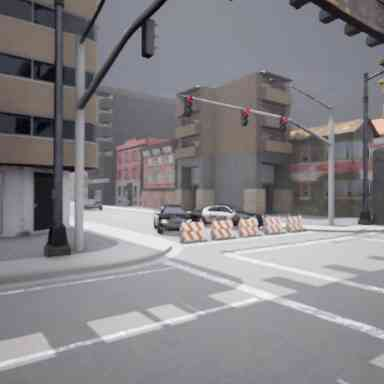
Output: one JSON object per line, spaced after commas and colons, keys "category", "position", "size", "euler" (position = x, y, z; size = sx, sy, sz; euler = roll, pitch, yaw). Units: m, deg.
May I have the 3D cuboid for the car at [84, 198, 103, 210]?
{"category": "car", "position": [-13.256, 1.548, 43.379], "size": [2.038, 1.542, 4.974], "euler": [0, 0, -36]}

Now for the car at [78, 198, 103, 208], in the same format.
{"category": "car", "position": [-13.286, 1.390, 43.422], "size": [1.853, 1.218, 4.536], "euler": [0, 0, -36]}

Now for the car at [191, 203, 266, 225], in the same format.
{"category": "car", "position": [2.354, 1.390, 21.903], "size": [4.536, 1.218, 1.853], "euler": [0, 0, 34]}

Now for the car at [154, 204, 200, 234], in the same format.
{"category": "car", "position": [-1.178, 1.521, 19.723], "size": [2.038, 1.542, 4.974], "euler": [0, 0, -11]}

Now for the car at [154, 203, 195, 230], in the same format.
{"category": "car", "position": [-1.187, 1.363, 19.775], "size": [1.853, 1.218, 4.536], "euler": [0, 0, -11]}

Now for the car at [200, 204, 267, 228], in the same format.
{"category": "car", "position": [2.396, 1.548, 21.873], "size": [4.974, 1.542, 2.038], "euler": [0, 0, 34]}
